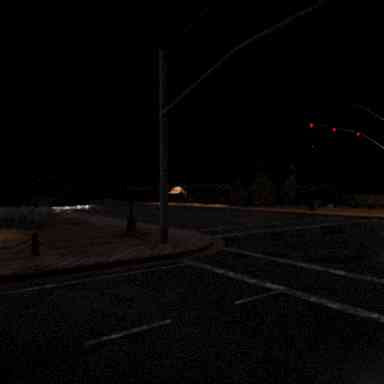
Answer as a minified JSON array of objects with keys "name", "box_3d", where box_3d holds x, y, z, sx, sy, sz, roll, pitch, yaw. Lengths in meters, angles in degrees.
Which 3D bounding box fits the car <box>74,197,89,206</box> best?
[{"name":"car","box_3d":[-18.109,1.440,53.355,2.033,1.411,5.357,0,0,-35]}]

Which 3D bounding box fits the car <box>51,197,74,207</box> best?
[{"name":"car","box_3d":[-19.455,1.441,49.176,1.812,1.442,4.674,0,0,-35]}]
